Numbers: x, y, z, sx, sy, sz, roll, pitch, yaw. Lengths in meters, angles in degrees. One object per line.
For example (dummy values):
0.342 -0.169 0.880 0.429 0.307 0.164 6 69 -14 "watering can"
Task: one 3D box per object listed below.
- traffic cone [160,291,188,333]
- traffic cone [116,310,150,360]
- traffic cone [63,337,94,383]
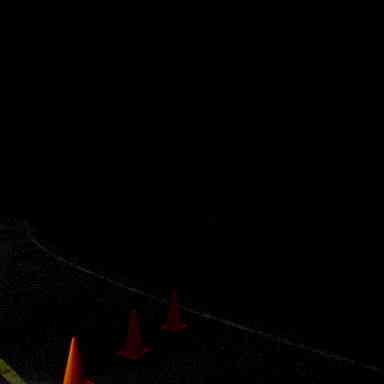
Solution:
-0.293 1.931 5.477 0.340 0.580 0.340 1 1 31 "traffic cone"
-0.812 1.938 4.626 0.340 0.580 0.340 1 1 31 "traffic cone"
-1.330 1.945 3.776 0.340 0.580 0.340 1 1 31 "traffic cone"
